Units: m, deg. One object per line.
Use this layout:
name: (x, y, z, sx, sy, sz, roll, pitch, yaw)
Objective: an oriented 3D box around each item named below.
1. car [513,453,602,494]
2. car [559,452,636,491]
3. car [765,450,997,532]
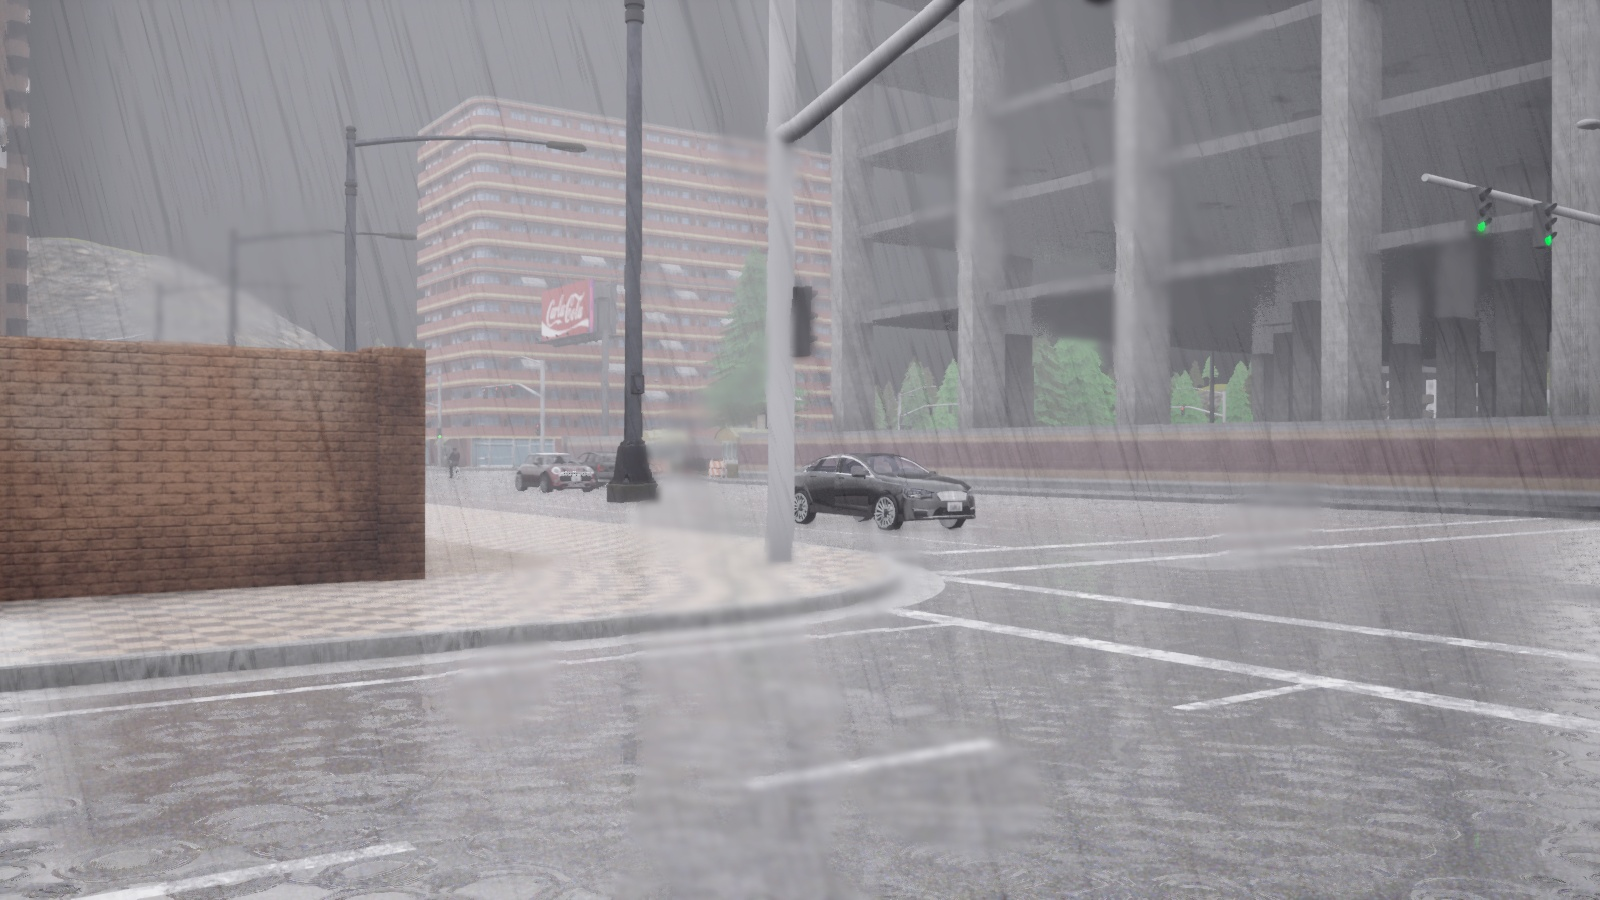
car: (-9.212, 0.846, 47.515, 1.970, 1.475, 3.806, 0, 0, -34)
car: (-8.530, 0.870, 52.723, 1.789, 1.549, 3.705, 0, 0, -34)
car: (1.523, 0.760, 25.587, 2.128, 1.511, 4.902, 0, 0, -34)
